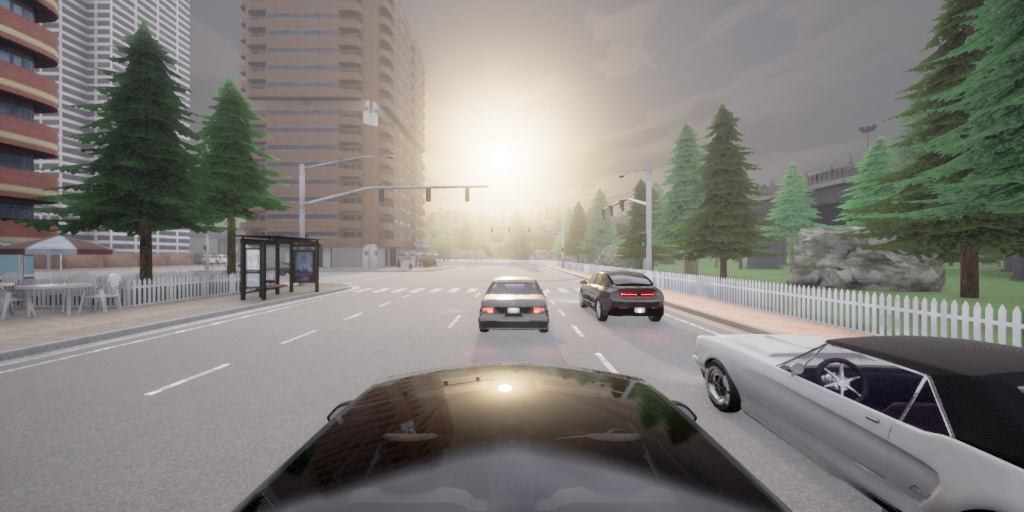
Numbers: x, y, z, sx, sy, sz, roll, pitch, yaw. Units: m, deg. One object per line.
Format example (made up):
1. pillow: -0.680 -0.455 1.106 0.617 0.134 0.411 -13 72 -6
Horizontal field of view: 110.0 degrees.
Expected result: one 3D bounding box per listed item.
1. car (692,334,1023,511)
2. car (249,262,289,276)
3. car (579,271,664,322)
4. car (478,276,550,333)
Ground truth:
1. car: 3.513 1.351 3.090 1.895 1.301 4.718 0 0 1
2. car: -24.961 1.330 37.742 4.674 1.442 1.812 0 0 0
3. car: 3.565 1.254 12.353 1.837 1.490 4.892 0 0 1
4. car: 0.078 1.297 10.764 2.033 1.411 5.357 0 0 1
